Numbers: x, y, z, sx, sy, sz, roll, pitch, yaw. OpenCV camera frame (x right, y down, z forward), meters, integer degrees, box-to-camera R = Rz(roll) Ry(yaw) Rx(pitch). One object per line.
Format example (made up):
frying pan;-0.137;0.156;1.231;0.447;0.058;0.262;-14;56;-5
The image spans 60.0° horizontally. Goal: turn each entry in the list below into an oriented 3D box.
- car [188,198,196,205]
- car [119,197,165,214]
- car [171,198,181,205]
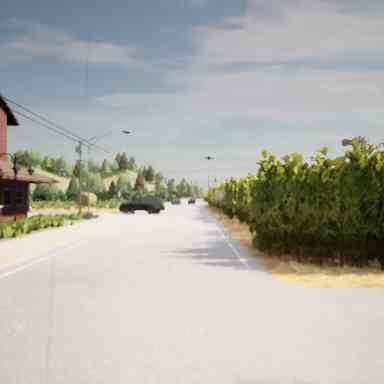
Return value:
car;-0.008;2.213;78.094;1.837;1.490;4.892;0;-1;1
car;-5.977;1.574;39.834;5.566;2.045;2.150;0;-1;15
car;-3.526;2.058;75.361;2.097;1.767;4.553;0;-1;0
